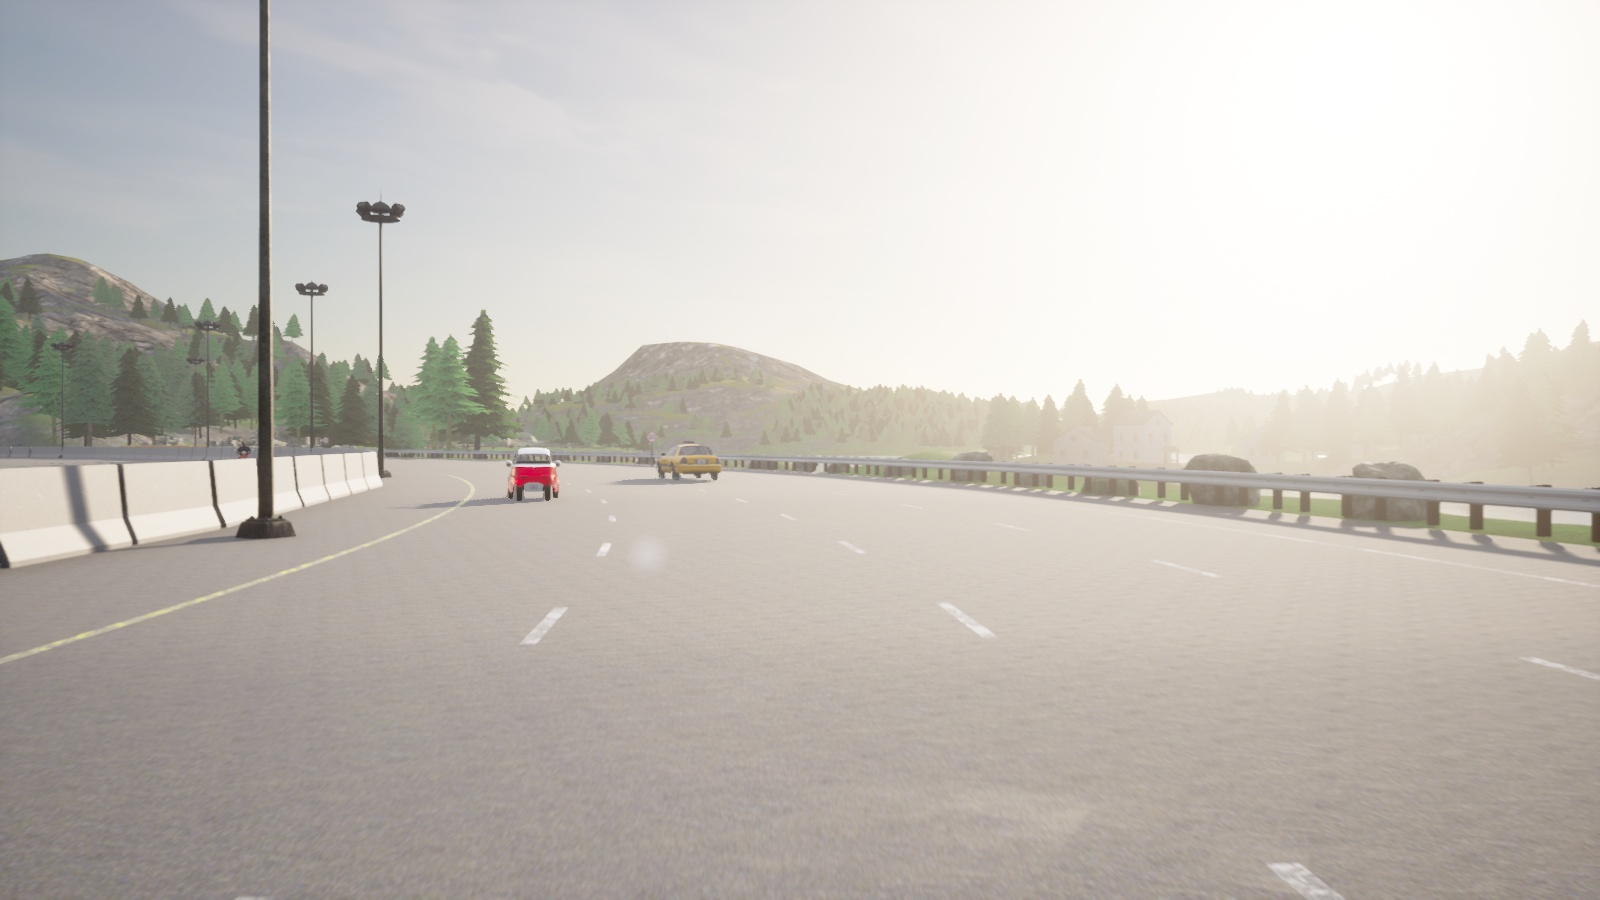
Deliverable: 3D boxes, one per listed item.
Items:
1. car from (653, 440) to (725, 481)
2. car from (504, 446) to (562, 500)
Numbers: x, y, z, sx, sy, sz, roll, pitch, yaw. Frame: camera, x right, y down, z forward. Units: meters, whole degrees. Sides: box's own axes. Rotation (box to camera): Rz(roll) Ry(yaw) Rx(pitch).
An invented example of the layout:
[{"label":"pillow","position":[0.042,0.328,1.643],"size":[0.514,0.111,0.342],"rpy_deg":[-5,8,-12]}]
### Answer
[{"label":"car","position":[-4.599,0.393,51.323],"size":[1.801,1.575,5.366],"rpy_deg":[0,0,-18]},{"label":"car","position":[-7.217,0.606,33.954],"size":[1.481,1.376,2.207],"rpy_deg":[0,1,-12]}]
